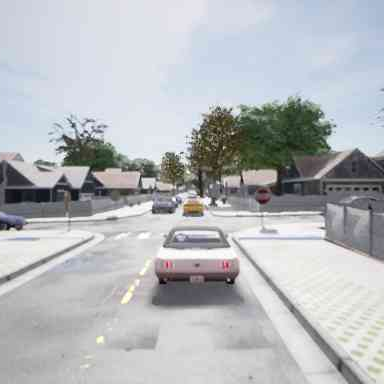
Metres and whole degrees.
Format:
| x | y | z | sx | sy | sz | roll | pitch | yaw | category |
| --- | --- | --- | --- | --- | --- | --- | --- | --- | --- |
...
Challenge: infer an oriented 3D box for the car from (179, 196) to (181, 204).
| x | y | z | sx | sy | sz | roll | pitch | yaw | category |
| --- | --- | --- | --- | --- | --- | --- | --- | --- | --- |
| -2.805 | 1.416 | 45.058 | 2.033 | 1.411 | 5.357 | 0 | 0 | 0 | car |

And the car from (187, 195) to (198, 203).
| x | y | z | sx | sy | sz | roll | pitch | yaw | category |
| --- | --- | --- | --- | --- | --- | --- | --- | --- | --- |
| 0.060 | 1.298 | 66.298 | 2.128 | 1.511 | 4.902 | 0 | 0 | 0 | car |

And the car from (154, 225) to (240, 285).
| x | y | z | sx | sy | sz | roll | pitch | yaw | category |
| --- | --- | --- | --- | --- | --- | --- | --- | --- | --- |
| 0.111 | 1.584 | 9.390 | 1.895 | 1.301 | 4.718 | 0 | 0 | 0 | car |

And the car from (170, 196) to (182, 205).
| x | y | z | sx | sy | sz | roll | pitch | yaw | category |
| --- | --- | --- | --- | --- | --- | --- | --- | --- | --- |
| -2.745 | 1.357 | 57.207 | 1.812 | 1.442 | 4.674 | 0 | 0 | -1 | car |

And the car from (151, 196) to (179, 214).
| x | y | z | sx | sy | sz | roll | pitch | yaw | category |
| --- | --- | --- | --- | --- | --- | --- | --- | --- | --- |
| -2.898 | 1.255 | 34.513 | 2.097 | 1.767 | 4.553 | 0 | 0 | 2 | car |

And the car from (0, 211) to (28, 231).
| x | y | z | sx | sy | sz | roll | pitch | yaw | category |
| --- | --- | --- | --- | --- | --- | --- | --- | --- | --- |
| -13.024 | 1.791 | 21.254 | 4.674 | 1.442 | 1.812 | -2 | 0 | 2 | car |

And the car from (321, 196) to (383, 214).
| x | y | z | sx | sy | sz | roll | pitch | yaw | category |
| --- | --- | --- | --- | --- | --- | --- | --- | --- | --- |
| 12.026 | 1.047 | 24.433 | 4.902 | 1.511 | 2.128 | -2 | 0 | 0 | car |

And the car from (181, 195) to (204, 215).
| x | y | z | sx | sy | sz | roll | pitch | yaw | category |
| --- | --- | --- | --- | --- | --- | --- | --- | --- | --- |
| 0.123 | 1.386 | 32.982 | 1.882 | 1.535 | 5.008 | 0 | 0 | 0 | car |
